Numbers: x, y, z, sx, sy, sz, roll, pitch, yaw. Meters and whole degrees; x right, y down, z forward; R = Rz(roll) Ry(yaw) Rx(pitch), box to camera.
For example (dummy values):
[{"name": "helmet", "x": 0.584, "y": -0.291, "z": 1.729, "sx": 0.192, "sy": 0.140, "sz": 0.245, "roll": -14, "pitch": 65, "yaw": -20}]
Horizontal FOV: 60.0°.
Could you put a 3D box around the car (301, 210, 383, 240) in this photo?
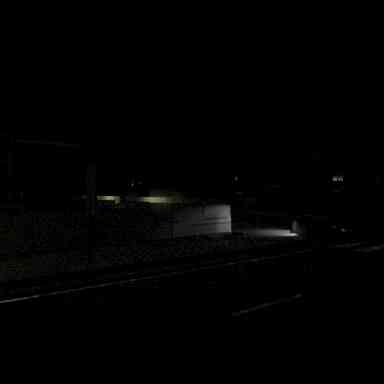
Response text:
[{"name": "car", "x": 8.033, "y": 1.553, "z": 15.865, "sx": 5.357, "sy": 1.411, "sz": 2.033, "roll": 0, "pitch": 0, "yaw": 21}]
